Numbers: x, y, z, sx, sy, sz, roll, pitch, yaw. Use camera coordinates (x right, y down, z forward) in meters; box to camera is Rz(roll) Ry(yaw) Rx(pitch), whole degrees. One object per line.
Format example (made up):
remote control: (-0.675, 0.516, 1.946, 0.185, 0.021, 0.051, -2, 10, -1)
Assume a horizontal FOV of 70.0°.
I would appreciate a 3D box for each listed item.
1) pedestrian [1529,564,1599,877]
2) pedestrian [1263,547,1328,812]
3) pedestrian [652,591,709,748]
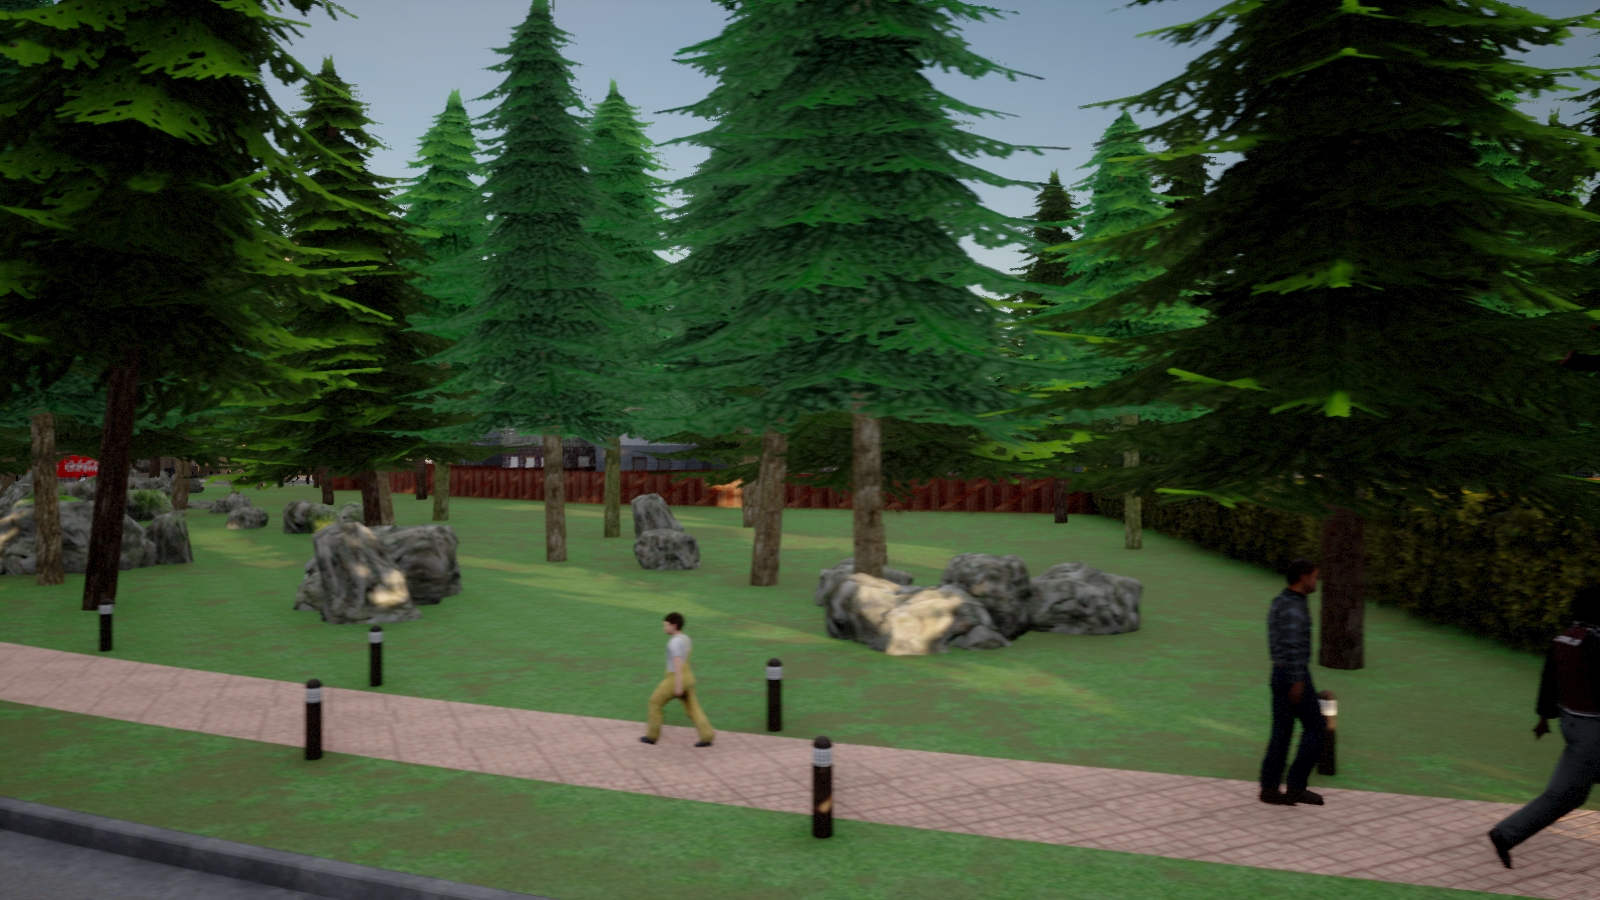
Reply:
pedestrian: (4.845, 1.664, 7.138, 0.375, 1.860, 0.375, 0, 0, 11)
pedestrian: (3.643, 1.663, 8.413, 0.375, 1.860, 0.375, 0, 0, 13)
pedestrian: (-1.064, 1.943, 10.199, 0.375, 1.300, 0.375, 0, 0, 23)
